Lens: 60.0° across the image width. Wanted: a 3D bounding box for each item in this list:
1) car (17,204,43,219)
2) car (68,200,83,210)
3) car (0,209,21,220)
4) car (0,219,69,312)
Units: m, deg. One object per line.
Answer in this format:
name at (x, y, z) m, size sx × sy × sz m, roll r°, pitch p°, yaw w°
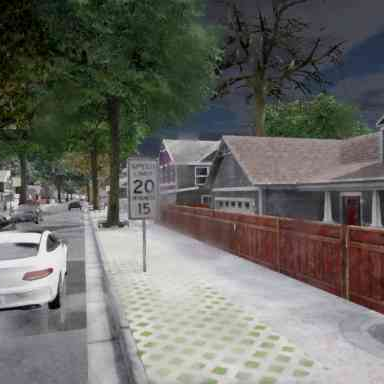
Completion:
car at (-12.981, 1.751, 26.374) m, size 1.837 × 1.490 × 4.892 m, roll -1°, pitch 0°, yaw -18°
car at (-17.612, 1.954, 50.076) m, size 1.837 × 1.490 × 4.892 m, roll -1°, pitch -1°, yaw -18°
car at (-9.265, 1.724, 14.924) m, size 1.994 × 1.385 × 4.181 m, roll -1°, pitch 0°, yaw -19°
car at (-3.840, 1.576, 7.481) m, size 1.812 × 1.442 × 4.674 m, roll -1°, pitch 0°, yaw -18°
